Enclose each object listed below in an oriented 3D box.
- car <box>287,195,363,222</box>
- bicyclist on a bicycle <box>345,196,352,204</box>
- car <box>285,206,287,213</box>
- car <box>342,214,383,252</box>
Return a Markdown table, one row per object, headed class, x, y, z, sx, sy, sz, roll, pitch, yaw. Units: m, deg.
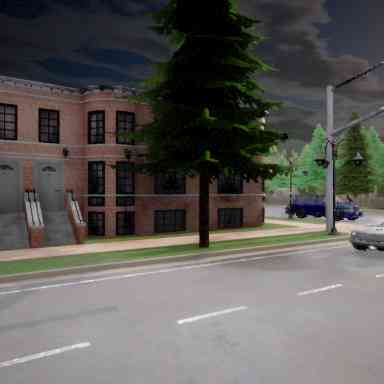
| class | x | y | z | sx | sy | sz | roll | pitch | yaw |
| --- | --- | --- | --- | --- | --- | --- | --- | --- | --- |
| car | 10.660 | 1.224 | 26.652 | 2.150 | 2.045 | 5.566 | 0 | 0 | -31 |
| bicyclist on a bicycle | 19.180 | 1.301 | 40.651 | 1.656 | 1.620 | 0.582 | 0 | 0 | -31 |
| car | 11.195 | 1.564 | 32.604 | 1.994 | 1.385 | 4.181 | 0 | 0 | -31 |
| car | 8.117 | 1.601 | 12.560 | 4.718 | 1.301 | 1.895 | 0 | 0 | -30 |
